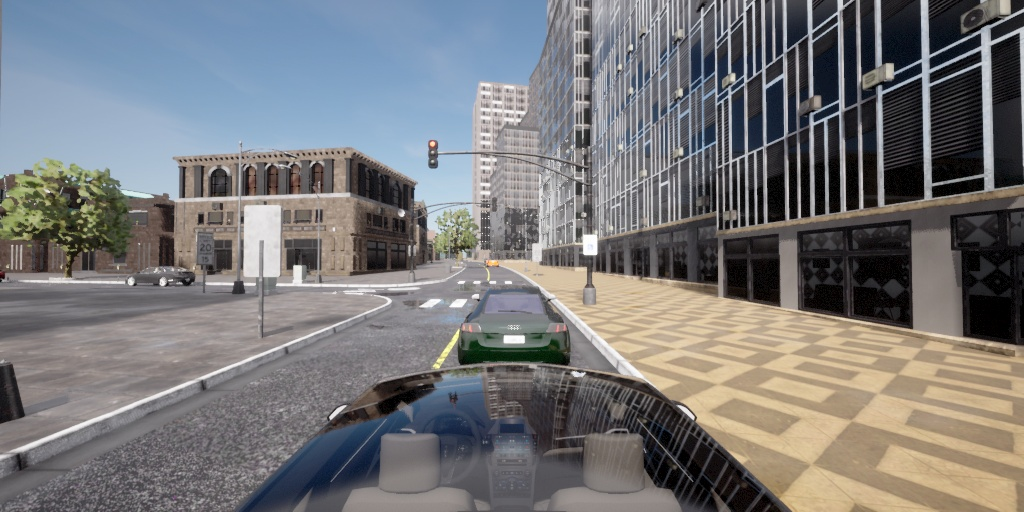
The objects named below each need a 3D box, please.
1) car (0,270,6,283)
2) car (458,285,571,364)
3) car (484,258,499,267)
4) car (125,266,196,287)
[{"bbox_3d":[-41.451,1.380,27.460,4.507,1.381,1.888,0,0,9],"label":"car"},{"bbox_3d":[0.039,1.315,7.790,1.994,1.385,4.181,0,0,0],"label":"car"},{"bbox_3d":[-3.557,1.096,64.688,2.097,1.767,4.553,0,0,-7],"label":"car"},{"bbox_3d":[-24.213,1.379,24.703,4.403,1.370,2.007,0,0,9],"label":"car"}]
